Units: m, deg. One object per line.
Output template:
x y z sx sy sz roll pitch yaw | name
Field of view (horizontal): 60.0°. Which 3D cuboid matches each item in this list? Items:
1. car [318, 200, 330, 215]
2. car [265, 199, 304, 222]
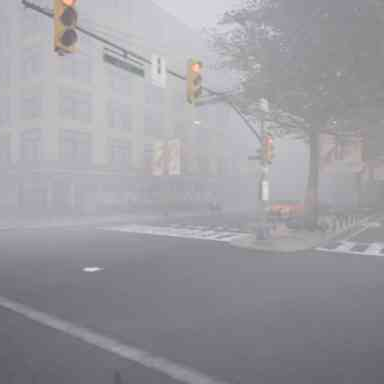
13.209 1.539 35.102 1.812 1.442 4.674 0 0 35 | car
7.525 1.366 27.101 2.097 1.767 4.553 0 0 36 | car
